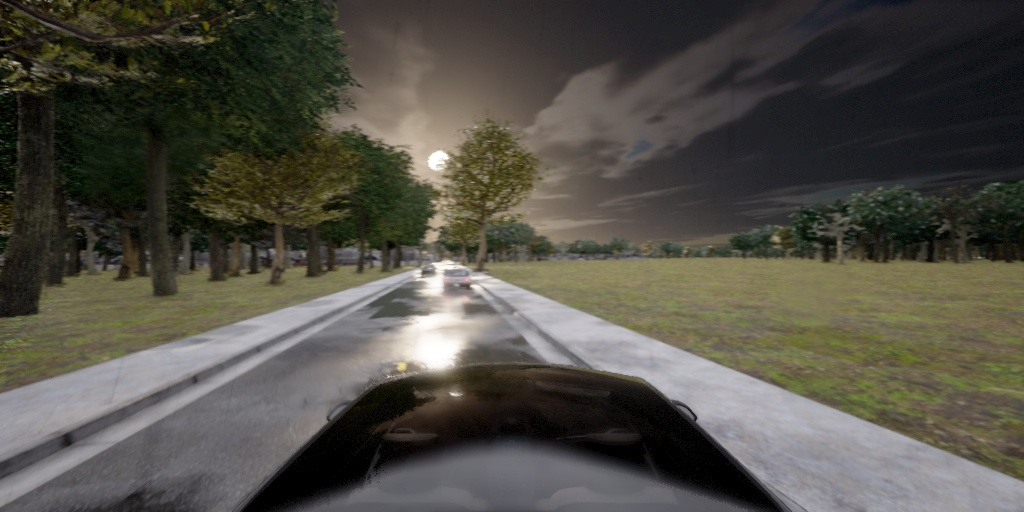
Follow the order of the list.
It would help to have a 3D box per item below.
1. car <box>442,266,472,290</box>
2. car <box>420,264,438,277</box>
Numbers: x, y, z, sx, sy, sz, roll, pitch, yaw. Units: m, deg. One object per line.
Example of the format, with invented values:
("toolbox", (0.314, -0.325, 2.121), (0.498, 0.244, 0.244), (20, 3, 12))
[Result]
("car", (-3.873, 1.607, 25.032), (1.895, 1.301, 4.718), (-1, -1, -10))
("car", (-10.239, 1.758, 44.448), (1.837, 1.490, 4.892), (-1, -1, -10))
